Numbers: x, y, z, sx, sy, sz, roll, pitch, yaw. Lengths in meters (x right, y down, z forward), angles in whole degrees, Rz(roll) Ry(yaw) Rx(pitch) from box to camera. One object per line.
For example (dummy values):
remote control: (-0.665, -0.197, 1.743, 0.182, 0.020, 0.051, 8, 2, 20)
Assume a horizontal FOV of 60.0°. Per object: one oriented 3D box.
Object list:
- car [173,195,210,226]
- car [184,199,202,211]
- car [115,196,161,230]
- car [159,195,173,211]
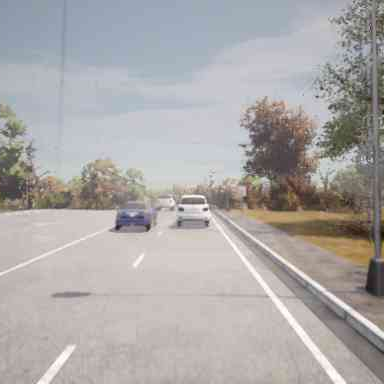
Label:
car: (0.083, 1.246, 23.541, 2.150, 2.045, 5.566, 0, 0, 0)
car: (0.099, 1.681, 42.872, 2.128, 1.511, 4.902, 0, -3, 0)
car: (-3.429, 1.371, 21.277, 2.097, 1.767, 4.553, 0, 0, 0)
car: (-3.398, 1.427, 43.220, 2.150, 2.045, 5.566, 0, -3, 0)
